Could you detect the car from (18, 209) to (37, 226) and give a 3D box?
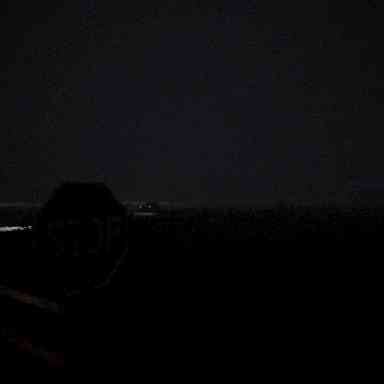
[{"bbox_3d":[-12.743,2.087,28.460,1.994,1.385,4.181,-1,-1,13],"label":"car"}]

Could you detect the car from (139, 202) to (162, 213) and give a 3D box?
[{"bbox_3d":[-6.381,2.290,51.041,2.097,1.767,4.553,-1,-1,17],"label":"car"}]
